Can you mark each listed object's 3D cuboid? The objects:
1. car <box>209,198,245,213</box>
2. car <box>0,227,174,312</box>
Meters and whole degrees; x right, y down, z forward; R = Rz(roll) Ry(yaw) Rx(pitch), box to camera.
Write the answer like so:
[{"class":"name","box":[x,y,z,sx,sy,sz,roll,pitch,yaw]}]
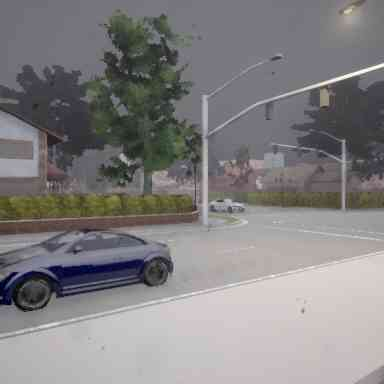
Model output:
[{"class":"car","box":[3.737,1.435,36.320,1.812,1.442,4.674,0,0,-36]},{"class":"car","box":[-2.499,1.545,7.724,4.181,1.385,1.994,0,0,-35]}]
